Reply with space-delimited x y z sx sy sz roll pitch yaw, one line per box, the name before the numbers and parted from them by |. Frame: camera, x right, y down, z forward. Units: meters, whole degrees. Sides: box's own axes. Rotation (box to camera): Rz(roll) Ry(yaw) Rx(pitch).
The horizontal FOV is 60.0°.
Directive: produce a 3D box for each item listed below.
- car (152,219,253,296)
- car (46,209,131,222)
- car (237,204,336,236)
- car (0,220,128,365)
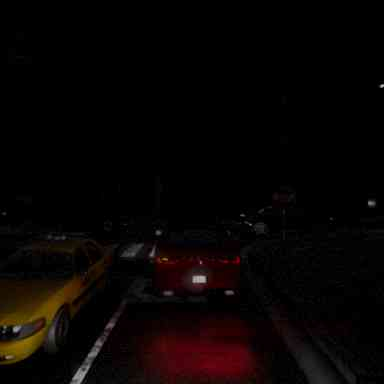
car | 0.052 1.462 8.634 1.882 1.535 5.008 0 0 -2
car | -6.196 1.673 19.947 4.718 1.301 1.895 -1 -1 0
car | 4.746 1.363 17.002 4.902 1.511 2.128 -1 -1 0
car | -2.611 1.514 6.148 1.752 1.417 4.829 1 0 0
